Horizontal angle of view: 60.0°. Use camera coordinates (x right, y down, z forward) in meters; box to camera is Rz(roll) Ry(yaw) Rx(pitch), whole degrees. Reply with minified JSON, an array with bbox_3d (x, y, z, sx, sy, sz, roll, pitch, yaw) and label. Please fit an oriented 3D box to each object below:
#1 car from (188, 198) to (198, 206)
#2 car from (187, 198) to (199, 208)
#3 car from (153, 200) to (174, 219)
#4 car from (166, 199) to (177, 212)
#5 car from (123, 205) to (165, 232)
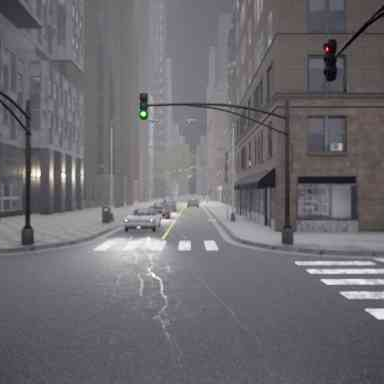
[{"bbox_3d":[0.208,1.817,62.490,1.812,1.442,4.674,0,0,0],"label":"car"},{"bbox_3d":[0.174,1.739,52.068,2.128,1.511,4.902,0,0,0],"label":"car"},{"bbox_3d":[-2.998,1.715,31.004,1.994,1.385,4.181,0,0,0],"label":"car"},{"bbox_3d":[-2.949,1.695,42.224,2.128,1.511,4.902,0,0,0],"label":"car"},{"bbox_3d":[-3.019,1.705,20.995,1.895,1.301,4.718,0,0,0],"label":"car"}]
